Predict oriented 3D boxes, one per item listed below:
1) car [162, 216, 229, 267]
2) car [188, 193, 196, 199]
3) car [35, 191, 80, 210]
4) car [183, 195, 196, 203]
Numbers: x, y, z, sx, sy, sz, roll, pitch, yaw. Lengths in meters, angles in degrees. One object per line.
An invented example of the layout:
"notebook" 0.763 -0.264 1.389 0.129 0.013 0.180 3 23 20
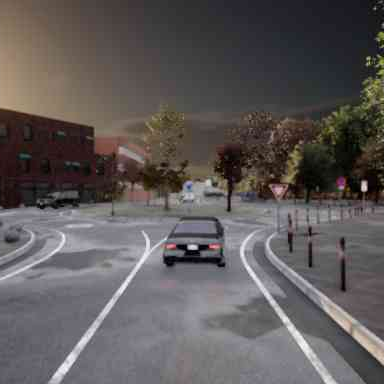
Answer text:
"car" 0.247 1.524 11.394 2.033 1.411 5.357 0 0 5
"car" 0.008 1.009 85.517 1.882 1.535 5.008 0 0 1
"car" -14.902 0.875 37.321 2.150 2.045 5.566 0 1 17
"car" -0.686 1.153 59.605 2.033 1.411 5.357 0 0 0
